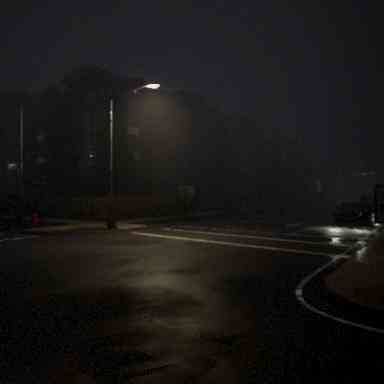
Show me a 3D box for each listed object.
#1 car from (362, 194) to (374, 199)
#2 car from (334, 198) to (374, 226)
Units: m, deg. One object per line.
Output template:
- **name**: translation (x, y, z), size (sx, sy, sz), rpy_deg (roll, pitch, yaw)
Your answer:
- **car**: translation (17.754, 1.228, 32.758), size (2.150, 2.045, 5.566), rpy_deg (0, 0, 35)
- **car**: translation (11.707, 1.485, 24.137), size (1.882, 1.535, 5.008), rpy_deg (0, 0, 35)
